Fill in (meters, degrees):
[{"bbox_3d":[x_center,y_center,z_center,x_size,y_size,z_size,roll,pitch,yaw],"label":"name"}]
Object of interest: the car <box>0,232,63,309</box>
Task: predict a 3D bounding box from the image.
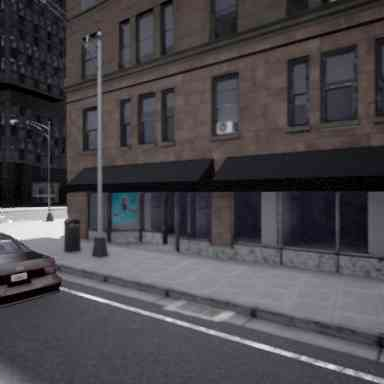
[{"bbox_3d":[-5.083,1.542,7.310,5.357,1.411,2.033,0,0,36],"label":"car"}]
